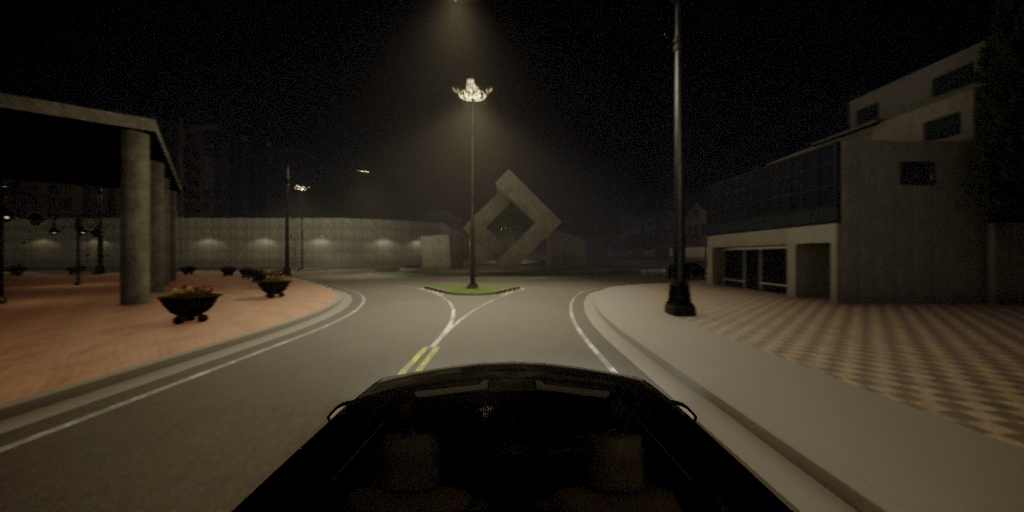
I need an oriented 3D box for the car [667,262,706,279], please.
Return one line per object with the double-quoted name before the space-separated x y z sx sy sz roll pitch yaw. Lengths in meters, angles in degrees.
"car" 15.787 1.252 32.342 4.892 1.490 1.837 0 1 -41
